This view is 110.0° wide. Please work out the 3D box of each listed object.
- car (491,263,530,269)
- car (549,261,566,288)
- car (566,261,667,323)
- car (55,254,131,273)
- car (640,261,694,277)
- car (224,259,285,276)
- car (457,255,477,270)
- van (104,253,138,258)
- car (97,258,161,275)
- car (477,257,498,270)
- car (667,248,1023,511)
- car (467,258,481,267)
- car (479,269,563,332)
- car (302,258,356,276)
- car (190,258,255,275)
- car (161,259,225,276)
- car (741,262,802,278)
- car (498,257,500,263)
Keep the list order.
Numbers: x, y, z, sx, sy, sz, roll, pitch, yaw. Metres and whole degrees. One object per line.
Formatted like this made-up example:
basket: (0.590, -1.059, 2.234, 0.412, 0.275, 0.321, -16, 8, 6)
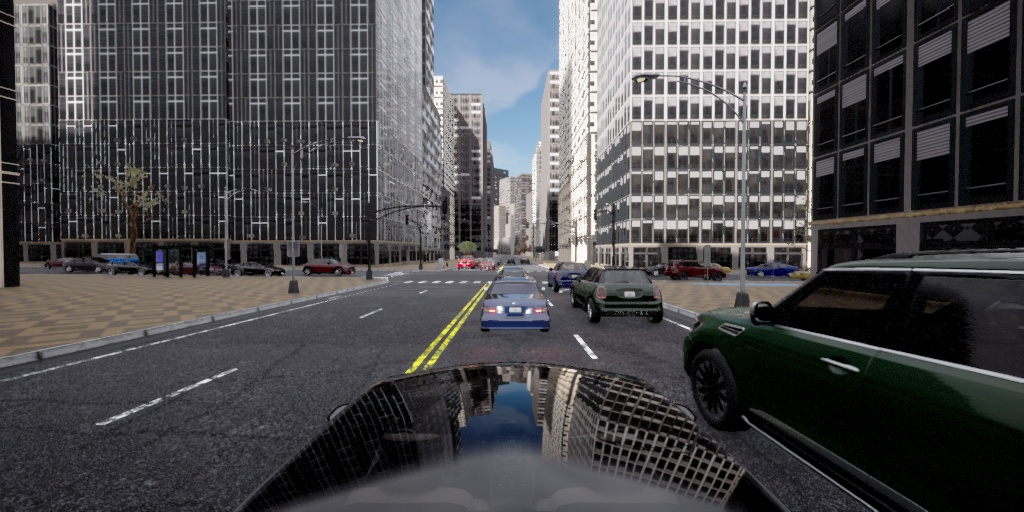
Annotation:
car: (0.058, 1.304, 20.062, 1.994, 1.385, 4.181, 0, 0, 0)
car: (3.307, 1.092, 21.129, 2.097, 1.767, 4.553, 0, 0, 0)
car: (3.327, 1.097, 12.265, 2.097, 1.767, 4.553, 0, 0, 0)
car: (-41.131, 0.896, 35.300, 4.892, 1.490, 1.837, 2, 1, 1)
car: (16.218, 1.365, 37.609, 4.892, 1.490, 1.837, 0, 1, -1)
car: (-22.799, 1.173, 32.251, 4.313, 1.339, 1.948, 0, 0, 1)
car: (-6.704, 0.935, 53.403, 2.150, 2.045, 5.566, 0, 0, 0)
van: (-45.375, 0.605, 41.167, 3.998, 1.789, 1.690, 0, 0, 1)
car: (-34.165, 1.069, 32.532, 4.313, 1.339, 1.948, 0, 0, 1)
car: (-3.424, 1.068, 51.257, 2.097, 1.767, 4.553, 0, 0, -1)
car: (3.345, 0.972, 2.412, 2.150, 2.045, 5.566, 0, 0, 0)
car: (-6.698, 1.179, 63.747, 1.882, 1.535, 5.008, 0, 0, 1)
car: (0.082, 1.293, 10.819, 2.033, 1.411, 5.357, 0, 0, 0)
car: (-17.659, 0.963, 34.791, 4.553, 1.767, 2.097, 1, 1, 3)
car: (-28.206, 1.018, 35.056, 4.892, 1.490, 1.837, 1, 1, 1)
car: (-28.484, 1.138, 32.371, 4.207, 1.307, 1.802, 0, 0, 1)
car: (26.995, 1.433, 37.423, 5.008, 1.535, 1.882, 0, 1, 1)
car: (-3.461, 1.232, 60.101, 1.812, 1.442, 4.674, 0, 0, 0)
